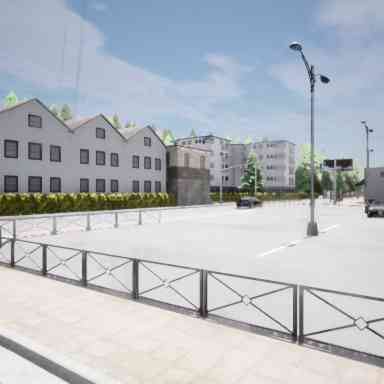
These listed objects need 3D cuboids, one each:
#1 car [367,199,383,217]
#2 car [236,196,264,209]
[{"bbox_3d":[15.416,1.298,26.814,2.007,1.523,4.514,0,0,35],"label":"car"},{"bbox_3d":[7.360,1.286,41.958,1.882,1.535,5.008,0,0,35],"label":"car"}]
